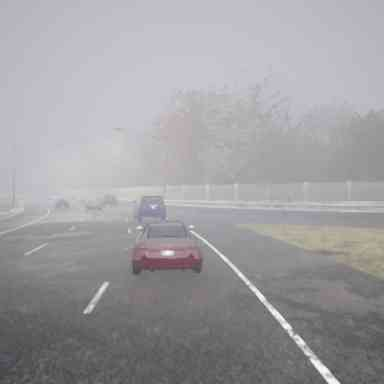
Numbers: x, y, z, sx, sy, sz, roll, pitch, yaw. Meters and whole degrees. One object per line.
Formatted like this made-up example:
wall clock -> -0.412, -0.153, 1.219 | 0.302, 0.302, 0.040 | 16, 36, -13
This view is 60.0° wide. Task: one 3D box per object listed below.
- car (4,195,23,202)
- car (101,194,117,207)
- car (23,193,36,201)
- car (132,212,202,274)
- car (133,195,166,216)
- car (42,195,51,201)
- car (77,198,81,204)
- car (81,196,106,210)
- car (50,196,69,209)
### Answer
car -> -43.092, 1.547, 79.028 | 5.357, 1.411, 2.033 | 0, 0, 39
car -> -13.355, 1.296, 52.172 | 2.150, 2.045, 5.566 | 0, 0, -28
car -> -40.739, 1.355, 81.621 | 4.553, 1.767, 2.097 | 0, 0, 39
car -> -0.848, 1.573, 10.726 | 1.994, 1.385, 4.181 | 0, 0, -6
car -> -3.510, 1.248, 27.021 | 2.150, 2.045, 5.566 | 0, 0, -14
car -> -36.518, 1.527, 84.182 | 2.033, 1.411, 5.357 | 0, 0, -35
car -> -20.443, 1.653, 63.851 | 2.033, 1.411, 5.357 | 0, 0, -35
car -> -12.965, 1.632, 43.428 | 1.994, 1.385, 4.181 | 0, 0, -24
car -> -18.507, 1.594, 47.022 | 1.837, 1.490, 4.892 | 0, 0, -27
